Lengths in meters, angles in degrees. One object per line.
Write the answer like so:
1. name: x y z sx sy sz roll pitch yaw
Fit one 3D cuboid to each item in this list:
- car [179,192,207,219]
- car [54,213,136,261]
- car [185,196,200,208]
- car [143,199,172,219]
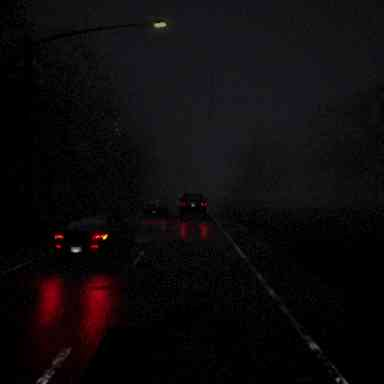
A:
1. car: 0.091 1.047 27.529 2.150 2.045 5.566 0 1 0
2. car: -3.250 1.449 11.760 1.812 1.442 4.674 0 0 1
3. car: 0.054 1.243 44.251 1.812 1.442 4.674 0 0 0
4. car: -2.744 1.302 27.289 1.882 1.535 5.008 0 1 2
